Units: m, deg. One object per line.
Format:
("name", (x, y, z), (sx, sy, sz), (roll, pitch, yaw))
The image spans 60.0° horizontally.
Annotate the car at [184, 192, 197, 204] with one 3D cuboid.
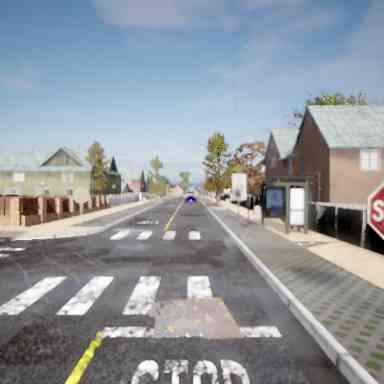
("car", (-0.178, 1.088, 53.515), (1.812, 1.442, 4.674), (0, 0, 0))
